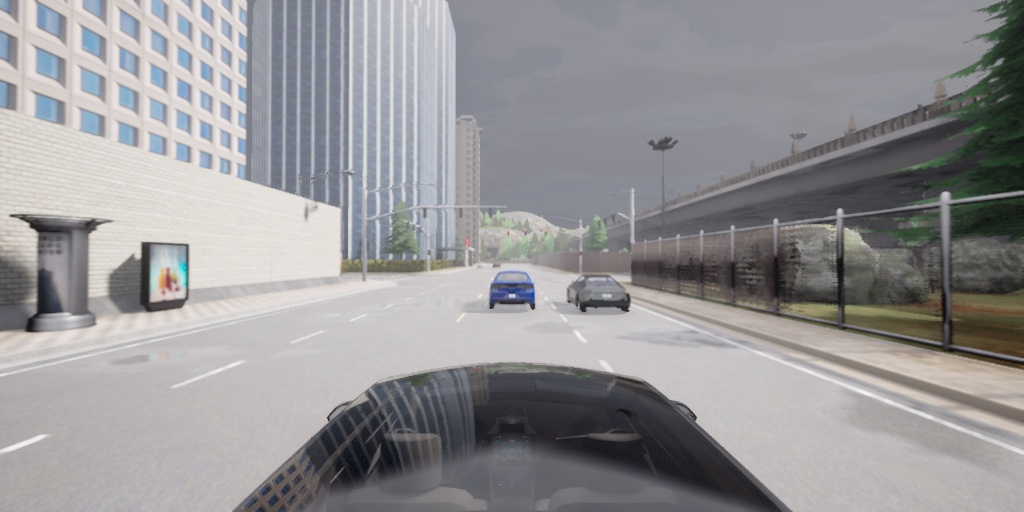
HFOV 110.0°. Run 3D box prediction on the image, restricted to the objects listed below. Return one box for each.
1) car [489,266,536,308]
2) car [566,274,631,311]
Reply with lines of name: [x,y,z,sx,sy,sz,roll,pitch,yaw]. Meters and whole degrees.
car: [0.027,1.380,16.088,1.882,1.535,5.008,0,0,0]
car: [3.518,1.458,15.215,1.994,1.385,4.181,0,-1,1]
